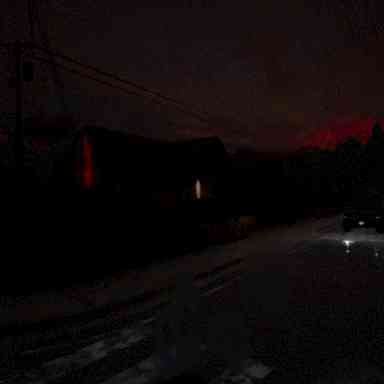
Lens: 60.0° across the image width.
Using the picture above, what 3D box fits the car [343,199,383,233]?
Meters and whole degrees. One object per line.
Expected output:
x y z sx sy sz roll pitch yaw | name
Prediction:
11.581 1.514 22.143 2.150 2.045 5.566 -2 -2 33 | car
